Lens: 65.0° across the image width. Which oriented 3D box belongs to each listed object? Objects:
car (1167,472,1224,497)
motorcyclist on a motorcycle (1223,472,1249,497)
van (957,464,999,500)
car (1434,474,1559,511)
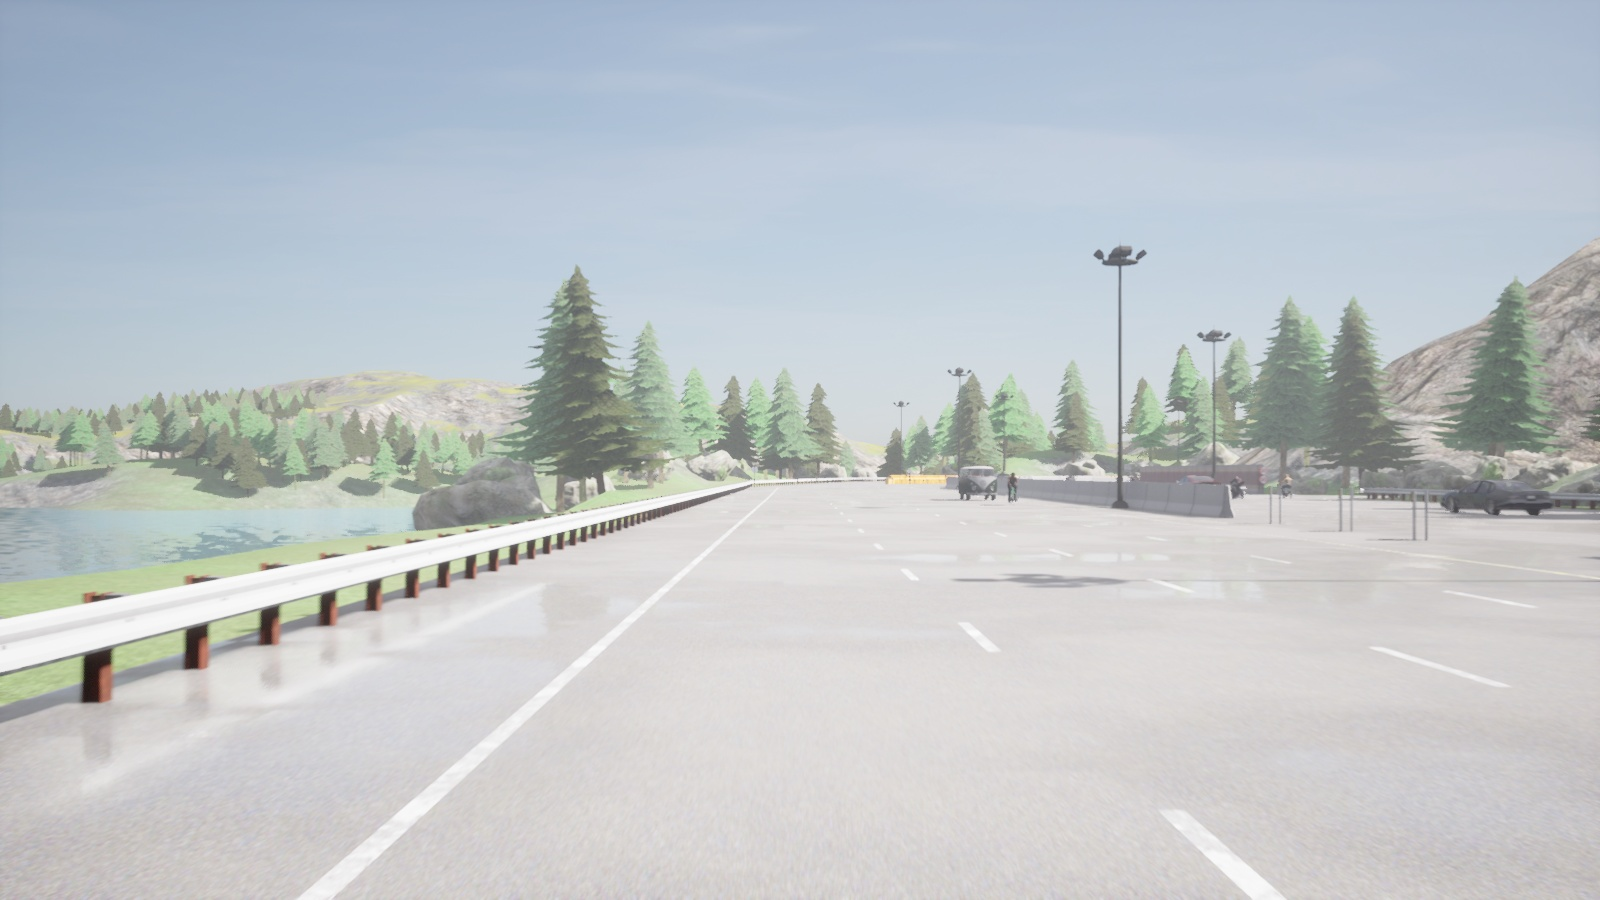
[{"bbox_3d":[24.299,2.099,77.361,1.882,1.535,5.008,0,-1,0],"label":"car"},{"bbox_3d":[27.788,2.190,80.031,0.866,1.530,2.191,0,-1,0],"label":"motorcyclist on a motorcycle"},{"bbox_3d":[10.314,1.849,72.886,1.775,1.987,4.442,0,-1,0],"label":"van"},{"bbox_3d":[27.873,1.668,50.518,2.033,1.411,5.357,0,-1,0],"label":"car"}]
